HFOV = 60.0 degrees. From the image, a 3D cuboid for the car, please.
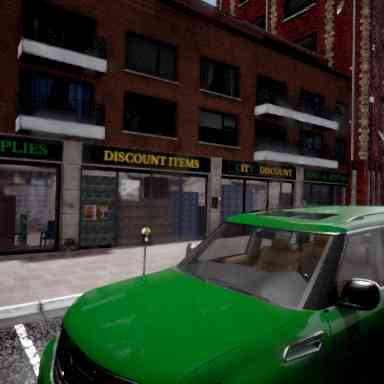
[{"bbox_3d":[1.292,1.224,3.868,5.566,2.045,2.150,0,0,-36],"label":"car"}]
